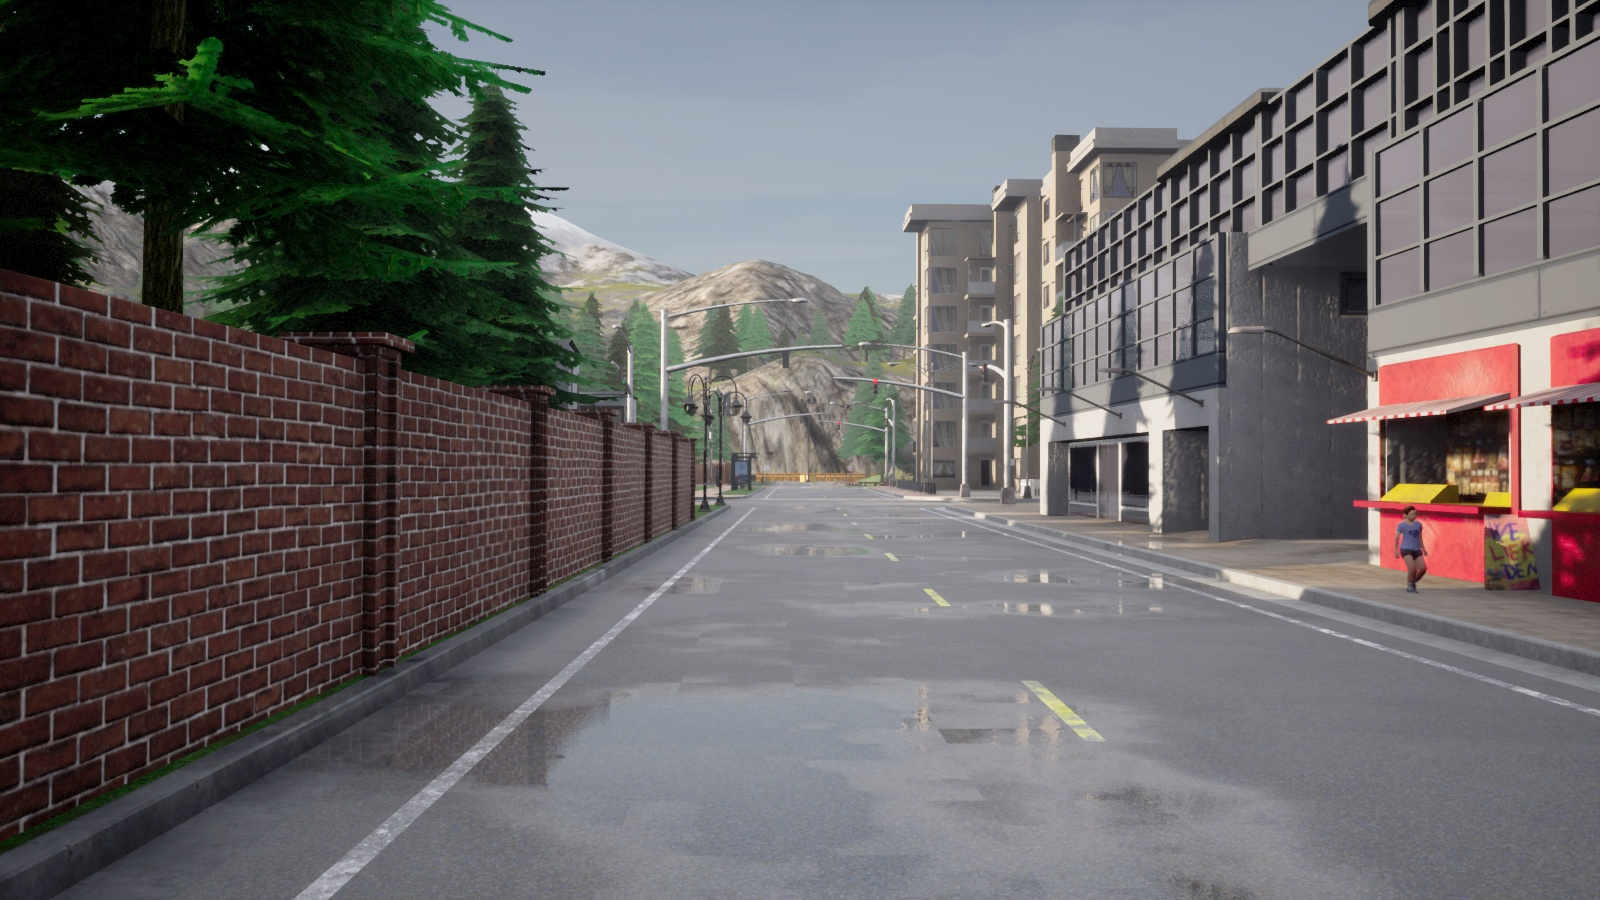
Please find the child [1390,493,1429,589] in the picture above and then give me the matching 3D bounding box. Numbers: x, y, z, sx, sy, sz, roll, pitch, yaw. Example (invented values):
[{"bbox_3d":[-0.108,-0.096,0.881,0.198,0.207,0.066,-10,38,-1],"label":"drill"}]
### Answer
[{"bbox_3d":[7.255,1.077,14.949,0.255,1.110,0.394,0,-1,-3],"label":"child"}]
